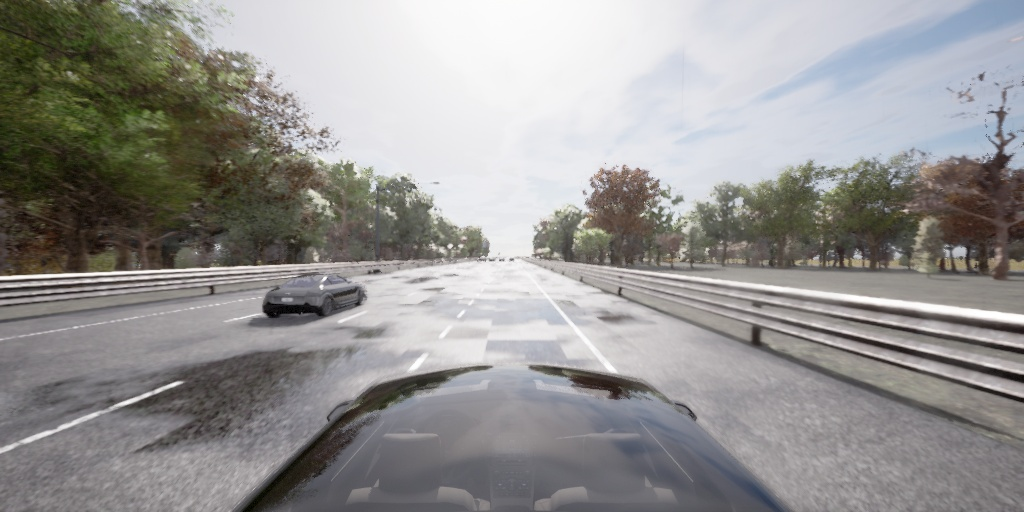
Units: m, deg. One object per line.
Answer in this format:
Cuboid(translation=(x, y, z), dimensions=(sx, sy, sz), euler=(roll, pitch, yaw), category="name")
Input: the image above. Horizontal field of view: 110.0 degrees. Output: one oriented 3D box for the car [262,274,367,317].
Cuboid(translation=(-6.995, 1.331, 13.172), dimensions=(1.994, 1.385, 4.181), euler=(0, 0, 0), category="car")
